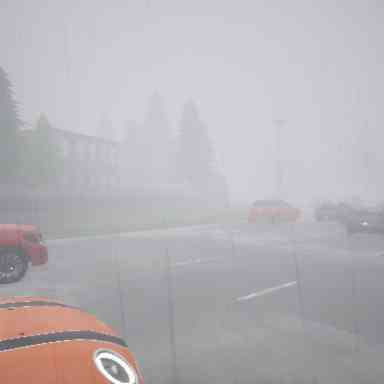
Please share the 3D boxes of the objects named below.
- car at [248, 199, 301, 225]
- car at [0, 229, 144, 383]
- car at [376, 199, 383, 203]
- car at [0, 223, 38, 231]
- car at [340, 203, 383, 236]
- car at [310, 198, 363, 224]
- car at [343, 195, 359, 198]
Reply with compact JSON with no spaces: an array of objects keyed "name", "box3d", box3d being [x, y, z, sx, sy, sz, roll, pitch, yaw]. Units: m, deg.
[{"name":"car","box3d":[5.951,1.288,23.752,2.097,1.767,4.553,0,0,43]},{"name":"car","box3d":[-2.562,1.355,2.108,4.553,1.767,2.097,0,0,-35]},{"name":"car","box3d":[22.453,1.459,37.881,1.895,1.301,4.718,0,0,16]},{"name":"car","box3d":[-6.454,1.227,7.826,5.566,2.045,2.150,0,0,-36]},{"name":"car","box3d":[9.748,1.500,17.577,1.994,1.385,4.181,0,0,43]},{"name":"car","box3d":[10.227,1.415,23.371,2.128,1.511,4.902,0,0,40]},{"name":"car","box3d":[19.652,1.215,41.515,2.097,1.767,4.553,0,0,12]}]
